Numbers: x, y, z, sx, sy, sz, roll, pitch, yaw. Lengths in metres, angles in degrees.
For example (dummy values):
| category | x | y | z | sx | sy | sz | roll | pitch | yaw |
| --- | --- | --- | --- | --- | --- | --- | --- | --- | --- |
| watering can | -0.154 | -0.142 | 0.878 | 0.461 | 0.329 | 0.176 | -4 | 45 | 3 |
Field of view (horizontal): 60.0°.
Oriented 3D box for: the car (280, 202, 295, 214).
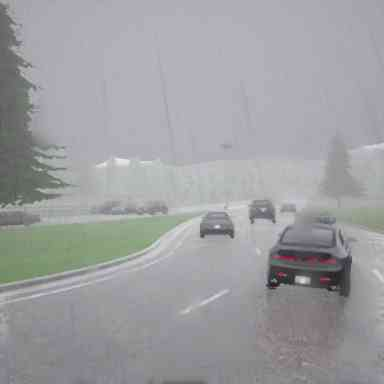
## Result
| category | x | y | z | sx | sy | sz | roll | pitch | yaw |
| --- | --- | --- | --- | --- | --- | --- | --- | --- | --- |
| car | 12.947 | 2.120 | 44.513 | 2.128 | 1.511 | 4.902 | -1 | -1 | 14 |

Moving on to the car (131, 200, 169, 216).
| category | x | y | z | sx | sy | sz | roll | pitch | yaw |
| --- | --- | --- | --- | --- | --- | --- | --- | --- | --- |
| car | -5.163 | 2.069 | 44.012 | 2.150 | 2.045 | 5.566 | -1 | -1 | 25 |

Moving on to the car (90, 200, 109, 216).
| category | x | y | z | sx | sy | sz | roll | pitch | yaw |
| --- | --- | --- | --- | --- | --- | --- | --- | --- | --- |
| car | -11.757 | 2.194 | 46.418 | 2.150 | 2.045 | 5.566 | -1 | -1 | 25 |

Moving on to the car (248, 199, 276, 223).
| category | x | y | z | sx | sy | sz | roll | pitch | yaw |
| --- | --- | --- | --- | --- | --- | --- | --- | --- | --- |
| car | 6.410 | 1.686 | 30.580 | 2.150 | 2.045 | 5.566 | -1 | -1 | 9 |

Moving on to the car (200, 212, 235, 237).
| category | x | y | z | sx | sy | sz | roll | pitch | yaw |
| --- | --- | --- | --- | --- | --- | --- | --- | --- | --- |
| car | 1.578 | 1.909 | 20.319 | 1.994 | 1.385 | 4.181 | -1 | -1 | 5 |

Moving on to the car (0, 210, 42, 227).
| category | x | y | z | sx | sy | sz | roll | pitch | yaw |
| --- | --- | --- | --- | --- | --- | --- | --- | --- | --- |
| car | -15.365 | 2.233 | 27.472 | 2.033 | 1.411 | 5.357 | -1 | -1 | 38 |

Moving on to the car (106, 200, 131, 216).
| category | x | y | z | sx | sy | sz | roll | pitch | yaw |
| --- | --- | --- | --- | --- | --- | --- | --- | --- | --- |
| car | -8.814 | 2.255 | 44.549 | 2.097 | 1.767 | 4.553 | -1 | -1 | 25 |

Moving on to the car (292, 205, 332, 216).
| category | x | y | z | sx | sy | sz | roll | pitch | yaw |
| --- | --- | --- | --- | --- | --- | --- | --- | --- | --- |
| car | 9.185 | 1.933 | 25.040 | 1.895 | 1.301 | 4.718 | -1 | -1 | 6 |

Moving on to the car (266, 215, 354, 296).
| category | x | y | z | sx | sy | sz | roll | pitch | yaw |
| --- | --- | --- | --- | --- | --- | --- | --- | --- | --- |
| car | 3.345 | 1.632 | 9.198 | 1.837 | 1.490 | 4.892 | 1 | 0 | 25 |
